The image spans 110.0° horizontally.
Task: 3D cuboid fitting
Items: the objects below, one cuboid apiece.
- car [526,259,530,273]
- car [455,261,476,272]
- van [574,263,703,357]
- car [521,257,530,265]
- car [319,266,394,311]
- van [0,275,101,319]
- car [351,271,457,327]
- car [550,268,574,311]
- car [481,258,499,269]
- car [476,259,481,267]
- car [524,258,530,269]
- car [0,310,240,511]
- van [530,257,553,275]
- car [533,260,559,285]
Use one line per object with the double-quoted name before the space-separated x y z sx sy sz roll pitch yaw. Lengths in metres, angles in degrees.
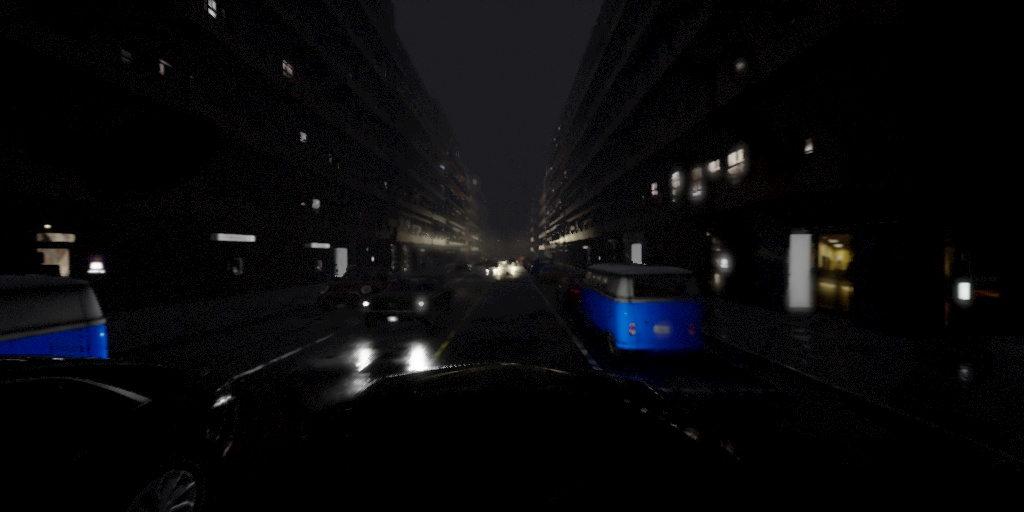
"car" 2.713 1.251 36.689 1.802 1.307 4.207 0 0 0
"car" -5.663 1.237 42.382 1.802 1.307 4.207 0 0 0
"van" 2.695 1.075 8.265 1.690 1.789 3.998 0 0 0
"car" 2.725 1.186 53.742 1.888 1.381 4.507 0 0 0
"car" -5.694 1.155 13.958 1.967 1.591 4.097 0 0 0
"van" -5.671 1.086 2.589 1.690 1.789 3.998 0 0 0
"car" -3.086 1.323 11.505 1.895 1.301 4.718 0 0 0
"car" 2.697 1.301 13.949 1.802 1.307 4.207 0 0 0
"car" -3.027 1.130 53.720 2.128 1.511 4.902 0 0 0
"car" -5.647 1.148 64.951 1.751 1.417 4.829 0 0 0
"car" 2.717 1.225 42.373 1.948 1.339 4.313 0 0 0
"car" -3.100 1.257 0.851 1.837 1.490 4.892 0 0 0
"van" 2.709 1.021 31.004 1.690 1.789 3.998 0 0 0
"car" 2.705 1.218 25.489 1.751 1.417 4.829 0 0 0
